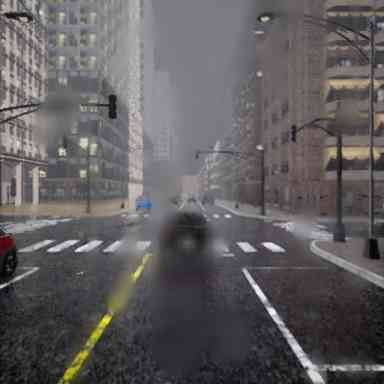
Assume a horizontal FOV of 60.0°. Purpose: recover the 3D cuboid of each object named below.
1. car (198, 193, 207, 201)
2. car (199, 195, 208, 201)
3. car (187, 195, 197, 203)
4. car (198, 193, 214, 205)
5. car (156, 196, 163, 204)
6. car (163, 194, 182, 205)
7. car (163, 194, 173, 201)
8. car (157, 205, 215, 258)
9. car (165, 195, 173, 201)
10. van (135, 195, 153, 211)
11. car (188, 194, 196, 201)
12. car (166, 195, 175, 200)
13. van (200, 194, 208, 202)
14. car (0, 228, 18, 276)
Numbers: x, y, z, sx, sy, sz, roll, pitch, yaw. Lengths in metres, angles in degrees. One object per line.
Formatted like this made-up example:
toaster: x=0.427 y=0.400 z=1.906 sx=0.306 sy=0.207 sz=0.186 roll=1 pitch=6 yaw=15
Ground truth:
car: x=2.672 y=1.227 z=84.198 sx=2.192 sy=1.841 sz=5.009 roll=0 pitch=0 yaw=0
car: x=2.674 y=1.466 z=78.647 sx=2.008 sy=1.369 sz=4.403 roll=0 pitch=0 yaw=0
car: x=-0.010 y=1.512 z=69.315 sx=1.895 sy=1.301 sz=4.718 roll=0 pitch=0 yaw=0
car: x=2.678 y=1.248 z=56.444 sx=2.192 sy=1.841 sz=5.009 roll=0 pitch=0 yaw=0
car: x=-5.703 y=1.453 z=61.822 sx=1.752 sy=1.417 sz=4.829 roll=0 pitch=0 yaw=0
car: x=-3.082 y=1.440 z=53.453 sx=1.837 sy=1.490 sz=4.892 roll=0 pitch=0 yaw=0
car: x=-5.707 y=1.356 z=78.645 sx=1.967 sy=1.590 sz=4.097 roll=0 pitch=0 yaw=0
car: x=-0.305 y=1.463 z=12.717 sx=1.882 sy=1.535 sz=5.008 roll=0 pitch=0 yaw=-4
car: x=-5.708 y=1.438 z=84.026 sx=1.752 sy=1.417 sz=4.829 roll=0 pitch=0 yaw=0
van: x=-5.699 y=1.289 z=39.788 sx=1.690 sy=1.788 sz=3.998 roll=0 pitch=0 yaw=0
car: x=-0.013 y=1.305 z=79.291 sx=2.033 sy=1.411 sz=5.357 roll=0 pitch=0 yaw=0
car: x=-5.708 y=1.460 z=89.747 sx=2.008 sy=1.369 sz=4.403 roll=0 pitch=0 yaw=0
van: x=2.675 y=1.261 z=73.097 sx=1.690 sy=1.788 sz=3.998 roll=0 pitch=0 yaw=0
car: x=-5.693 y=1.429 z=7.314 sx=1.967 sy=1.590 sz=4.097 roll=0 pitch=0 yaw=0
